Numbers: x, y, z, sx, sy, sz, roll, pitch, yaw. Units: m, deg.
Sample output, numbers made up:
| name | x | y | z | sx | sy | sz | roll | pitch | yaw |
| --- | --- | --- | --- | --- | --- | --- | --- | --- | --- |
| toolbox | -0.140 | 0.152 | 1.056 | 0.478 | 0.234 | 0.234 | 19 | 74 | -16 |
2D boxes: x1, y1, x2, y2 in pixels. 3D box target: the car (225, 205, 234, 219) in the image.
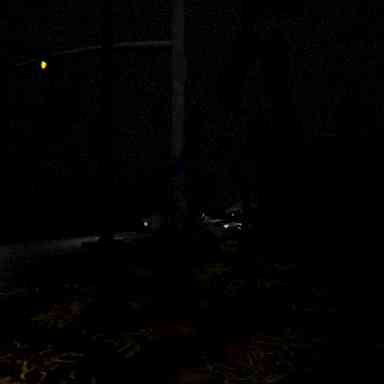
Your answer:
| name | x | y | z | sx | sy | sz | roll | pitch | yaw |
| --- | --- | --- | --- | --- | --- | --- | --- | --- | --- |
| car | 4.570 | 1.526 | 28.332 | 1.812 | 1.442 | 4.674 | 0 | 0 | 35 |

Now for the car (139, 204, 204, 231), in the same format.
| name | x | y | z | sx | sy | sz | roll | pitch | yaw |
| --- | --- | --- | --- | --- | --- | --- | --- | --- | --- |
| car | -1.123 | 1.491 | 20.275 | 2.128 | 1.511 | 4.902 | 0 | 0 | 35 |
